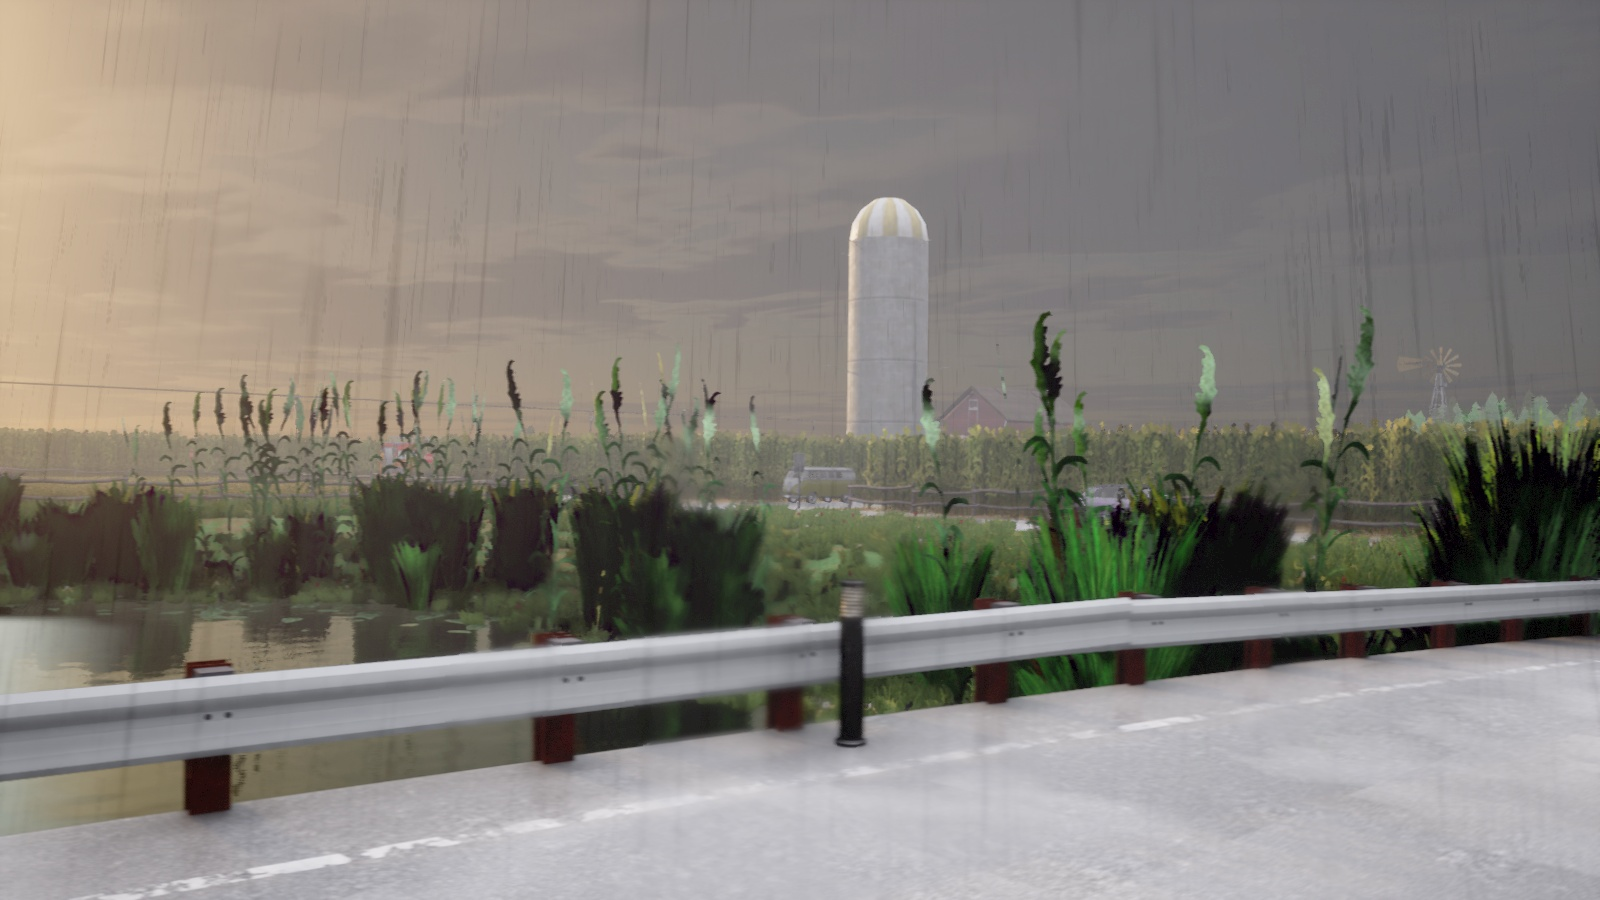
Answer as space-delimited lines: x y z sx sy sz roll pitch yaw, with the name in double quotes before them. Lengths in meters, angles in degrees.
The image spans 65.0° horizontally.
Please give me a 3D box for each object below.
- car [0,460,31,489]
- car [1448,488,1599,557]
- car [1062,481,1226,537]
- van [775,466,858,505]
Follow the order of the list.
"car" -52.389 1.600 81.545 3.866 1.878 1.905 1 -1 -43
"car" 19.242 1.829 32.510 1.851 1.617 3.988 1 -1 -43
"car" 11.208 1.880 41.218 2.033 1.649 4.856 1 -1 -43
"van" 0.923 1.872 67.468 4.442 1.987 1.775 1 -1 -43
